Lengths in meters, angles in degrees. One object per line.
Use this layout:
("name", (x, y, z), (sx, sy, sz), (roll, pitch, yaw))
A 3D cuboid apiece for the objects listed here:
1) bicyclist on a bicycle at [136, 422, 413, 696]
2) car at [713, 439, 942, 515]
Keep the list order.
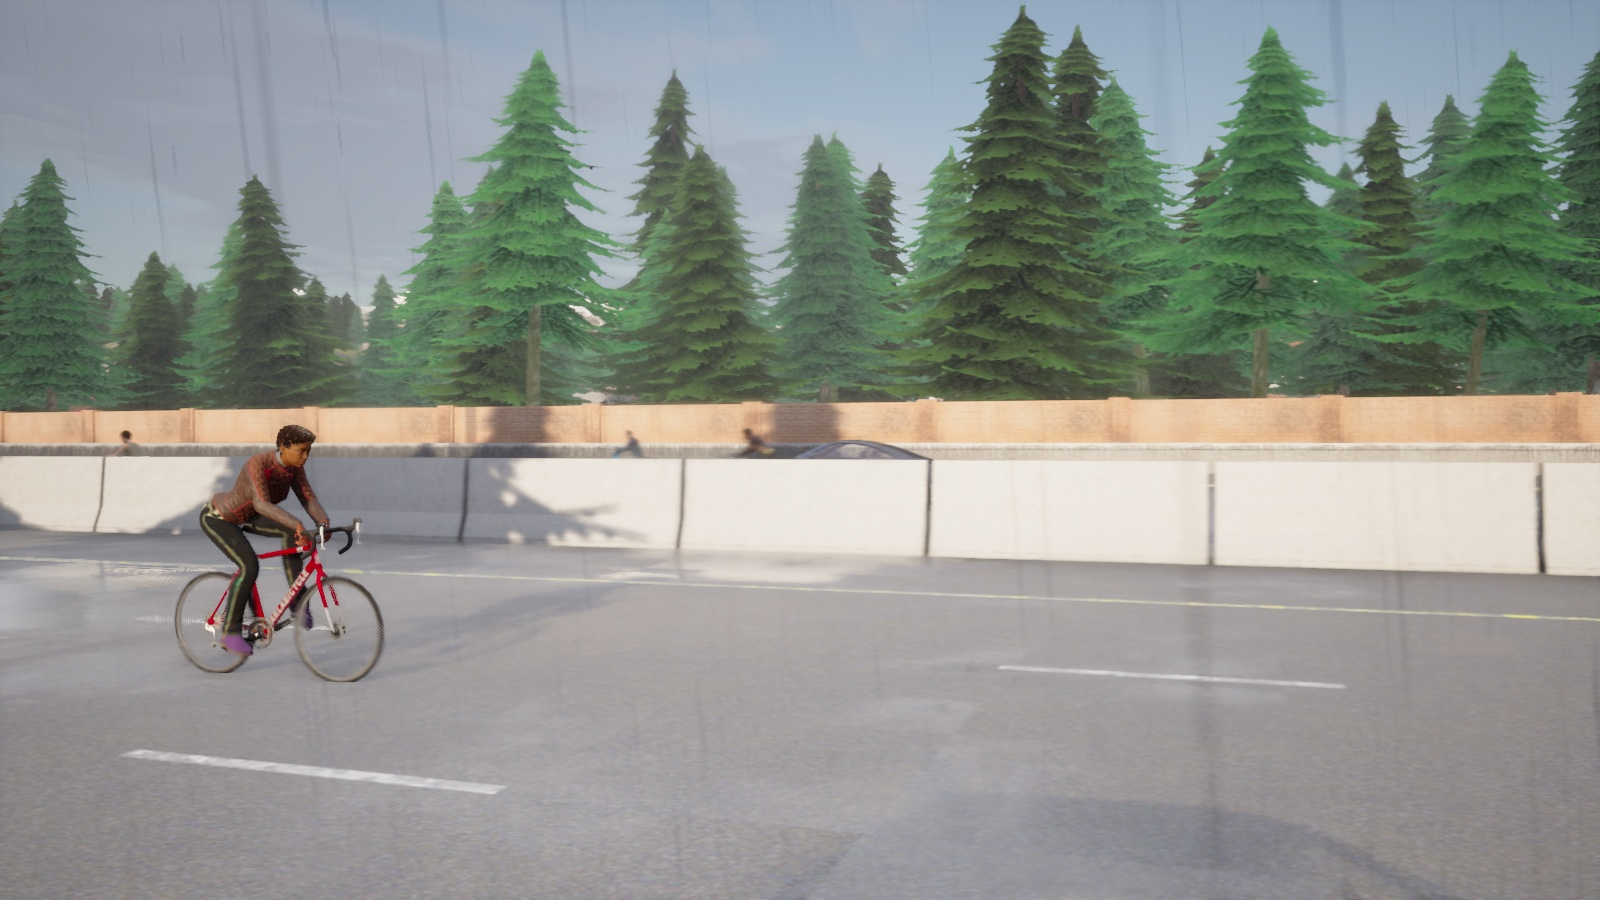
("bicyclist on a bicycle", (-3.351, 0.638, 8.012), (1.656, 1.620, 0.582), (1, 1, 19))
("car", (0.569, 0.490, 25.157), (4.181, 1.385, 1.994), (1, 1, 19))
